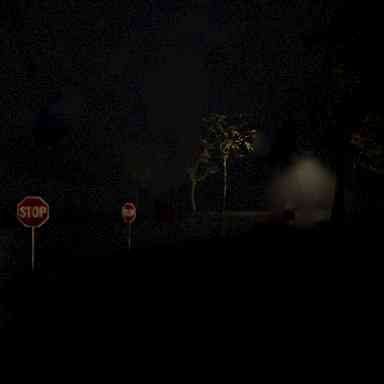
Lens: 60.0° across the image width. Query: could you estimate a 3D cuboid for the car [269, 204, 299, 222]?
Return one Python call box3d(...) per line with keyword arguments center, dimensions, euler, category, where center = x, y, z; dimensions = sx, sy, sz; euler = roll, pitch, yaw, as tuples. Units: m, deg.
box3d(center=(11.493, 2.790, 41.958), dimensions=(2.097, 1.767, 4.553), euler=(1, -1, 36), category="car")
